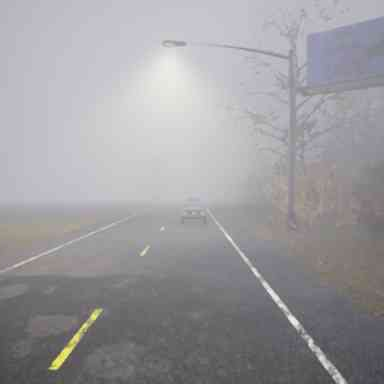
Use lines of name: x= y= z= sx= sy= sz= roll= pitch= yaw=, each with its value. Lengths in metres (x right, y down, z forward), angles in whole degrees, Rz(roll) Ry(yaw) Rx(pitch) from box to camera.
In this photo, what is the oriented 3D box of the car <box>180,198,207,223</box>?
car: x=0.106 y=1.436 z=24.393 sx=2.033 sy=1.411 sz=5.357 roll=0 pitch=0 yaw=0
